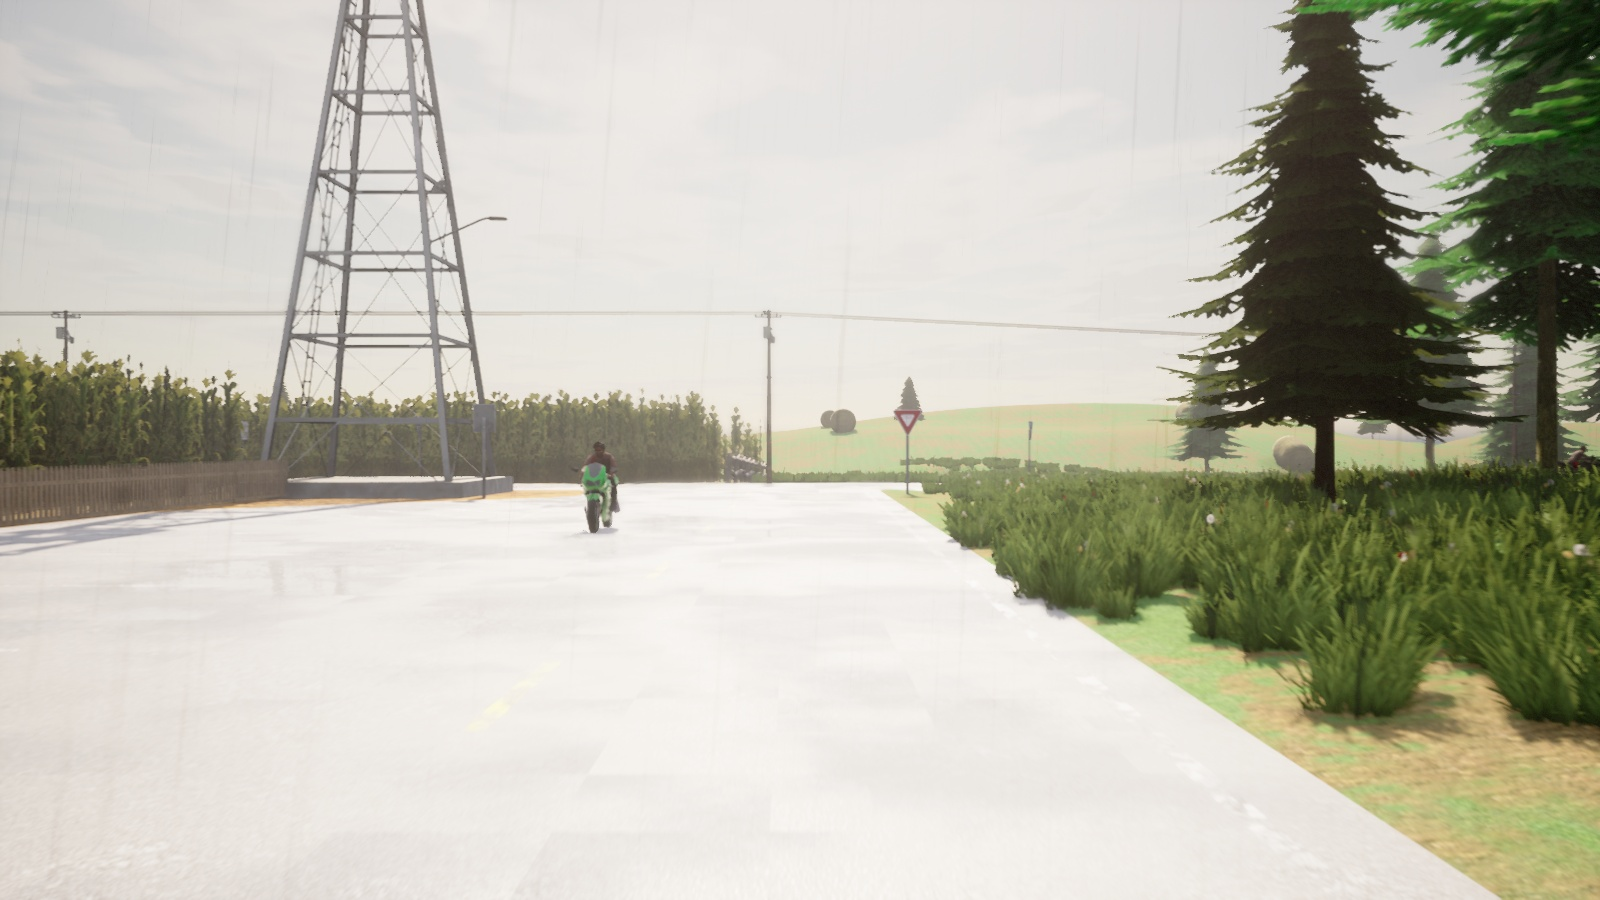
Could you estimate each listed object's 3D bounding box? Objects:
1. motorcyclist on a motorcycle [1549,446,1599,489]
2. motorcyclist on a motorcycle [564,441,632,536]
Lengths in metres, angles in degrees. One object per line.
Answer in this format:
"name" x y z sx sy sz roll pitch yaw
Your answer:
"motorcyclist on a motorcycle" 28.522 0.634 45.677 2.044 1.523 0.797 0 0 0
"motorcyclist on a motorcycle" -3.365 0.607 21.051 0.797 1.523 2.044 0 0 0
